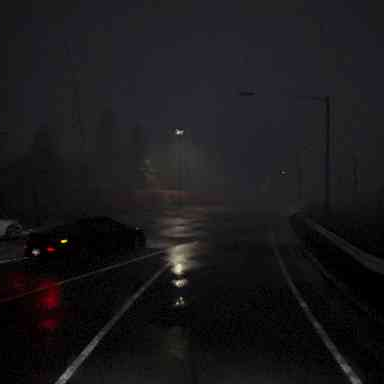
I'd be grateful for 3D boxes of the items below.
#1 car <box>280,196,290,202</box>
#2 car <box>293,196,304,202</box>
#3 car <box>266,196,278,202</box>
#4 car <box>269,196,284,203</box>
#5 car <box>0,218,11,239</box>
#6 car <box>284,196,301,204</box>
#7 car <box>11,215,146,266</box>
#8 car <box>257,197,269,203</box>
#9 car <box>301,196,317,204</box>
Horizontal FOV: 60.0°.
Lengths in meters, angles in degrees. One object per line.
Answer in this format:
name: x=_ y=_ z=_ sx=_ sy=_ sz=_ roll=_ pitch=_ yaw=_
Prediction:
car: x=24.524 y=1.819 z=87.536 sx=1.837 sy=1.490 sz=4.892 roll=0 pitch=0 yaw=25
car: x=27.689 y=1.866 z=86.042 sx=2.128 sy=1.511 sz=4.902 roll=0 pitch=0 yaw=25
car: x=21.359 y=1.822 z=89.030 sx=2.128 sy=1.511 sz=4.902 roll=0 pitch=0 yaw=25
car: x=20.076 y=1.861 z=78.113 sx=1.882 sy=1.535 sz=5.008 roll=0 pitch=0 yaw=25
car: x=-9.812 y=1.486 z=14.551 sx=1.812 sy=1.442 sz=4.674 roll=0 pitch=0 yaw=25
car: x=23.241 y=1.945 z=76.619 sx=2.033 sy=1.411 sz=5.357 roll=0 pitch=0 yaw=25
car: x=-3.469 y=1.530 z=11.590 sx=1.812 sy=1.442 sz=4.674 roll=0 pitch=0 yaw=25
car: x=16.911 y=1.861 z=79.607 sx=1.837 sy=1.490 sz=4.892 roll=0 pitch=0 yaw=25
car: x=26.406 y=1.927 z=75.125 sx=1.837 sy=1.490 sz=4.892 roll=0 pitch=0 yaw=25
